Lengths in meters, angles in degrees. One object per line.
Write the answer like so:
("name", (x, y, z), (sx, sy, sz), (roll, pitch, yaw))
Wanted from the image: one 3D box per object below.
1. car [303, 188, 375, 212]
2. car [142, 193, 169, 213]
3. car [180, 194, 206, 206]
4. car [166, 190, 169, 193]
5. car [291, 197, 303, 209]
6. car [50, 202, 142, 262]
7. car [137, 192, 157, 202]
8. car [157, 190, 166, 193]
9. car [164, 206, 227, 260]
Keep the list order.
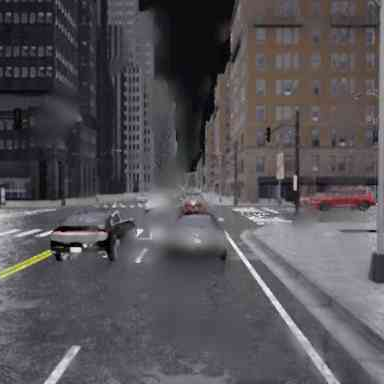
("car", (13.217, 0.659, 29.553), (5.566, 2.045, 2.150), (-1, 1, 1))
("car", (-3.147, 1.065, 30.611), (1.812, 1.442, 4.674), (0, 1, 0))
("car", (0.092, 0.906, 28.225), (2.097, 1.767, 4.553), (0, 1, 0))
("car", (-6.494, 0.252, 77.462), (2.097, 1.767, 4.553), (0, 1, 0))
("car", (12.196, 0.751, 32.809), (4.553, 1.767, 2.097), (0, 1, 0))
("car", (-3.149, 1.322, 11.446), (2.128, 1.511, 4.902), (0, 1, 0))
("car", (-6.577, 0.920, 47.061), (1.895, 1.301, 4.718), (0, 1, 0))
("car", (-6.515, 0.655, 62.316), (2.033, 1.411, 5.357), (0, 1, 1))
("car", (0.183, 1.391, 11.718), (1.994, 1.385, 4.181), (0, 1, 3))
